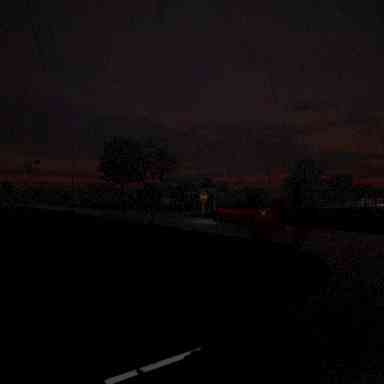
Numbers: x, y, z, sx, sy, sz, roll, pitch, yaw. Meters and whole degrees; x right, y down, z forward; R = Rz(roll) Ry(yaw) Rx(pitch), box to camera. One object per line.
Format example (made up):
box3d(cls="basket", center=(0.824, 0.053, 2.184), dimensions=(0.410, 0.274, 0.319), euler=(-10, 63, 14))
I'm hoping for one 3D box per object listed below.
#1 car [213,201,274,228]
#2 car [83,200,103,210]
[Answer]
box3d(cls="car", center=(3.497, 1.424, 23.454), dimensions=(2.097, 1.767, 4.553), euler=(-1, 0, -34))
box3d(cls="car", center=(-14.606, 1.872, 48.998), dimensions=(1.812, 1.442, 4.674), euler=(-1, 0, -35))
